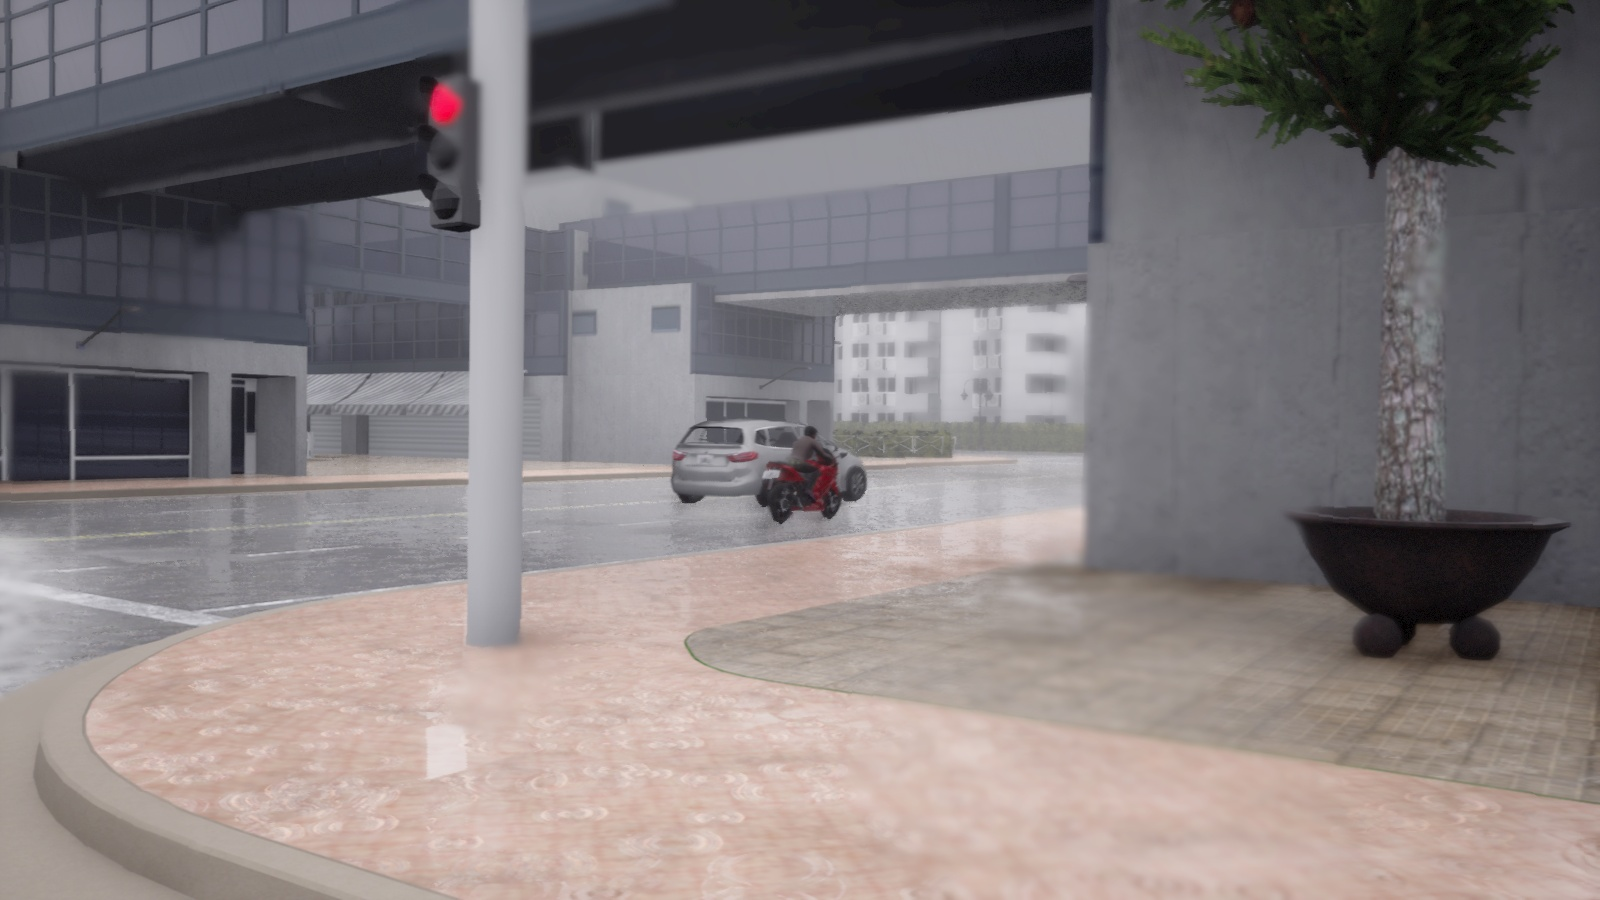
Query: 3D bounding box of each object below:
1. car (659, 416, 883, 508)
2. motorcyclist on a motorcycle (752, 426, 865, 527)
[{"bbox_3d":[-0.474,0.166,25.299,2.242,1.667,4.611,0,1,34],"label":"car"},{"bbox_3d":[0.171,0.387,19.992,0.797,1.523,2.044,0,1,34],"label":"motorcyclist on a motorcycle"}]
